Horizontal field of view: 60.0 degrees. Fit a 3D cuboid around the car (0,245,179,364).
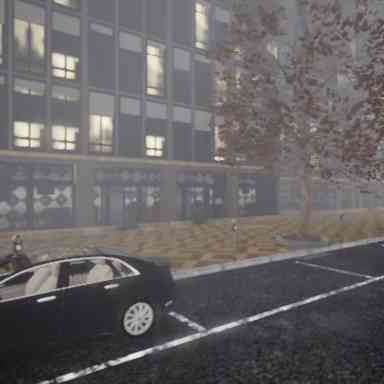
[{"bbox_3d":[-2.281,1.546,4.930,4.403,1.369,2.008,0,0,-36],"label":"car"}]
